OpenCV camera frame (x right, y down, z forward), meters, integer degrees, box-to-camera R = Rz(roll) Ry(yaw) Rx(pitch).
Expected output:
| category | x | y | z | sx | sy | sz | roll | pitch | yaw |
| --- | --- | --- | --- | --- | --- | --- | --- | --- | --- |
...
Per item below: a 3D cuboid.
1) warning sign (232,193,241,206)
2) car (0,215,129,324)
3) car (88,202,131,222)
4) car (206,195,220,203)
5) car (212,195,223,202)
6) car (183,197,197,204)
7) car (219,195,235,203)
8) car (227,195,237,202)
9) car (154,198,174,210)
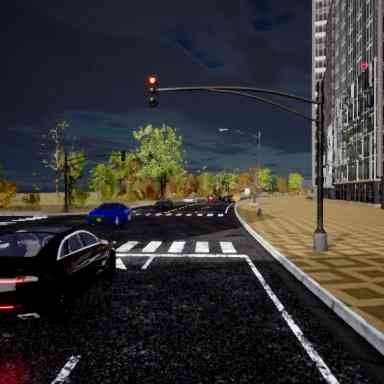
| category | x | y | z | sx | sy | sz | roll | pitch | yaw |
| --- | --- | --- | --- | --- | --- | --- | --- | --- | --- |
| warning sign | 6.460 | 1.122 | 48.222 | 1.300 | 1.860 | 1.060 | 0 | 0 | 8 |
| car | -2.993 | 1.491 | 7.121 | 2.128 | 1.511 | 4.902 | 0 | 0 | 1 |
| car | -5.653 | 1.476 | 23.308 | 1.882 | 1.535 | 5.008 | 0 | 0 | 4 |
| car | 4.370 | 1.366 | 71.171 | 2.097 | 1.767 | 4.553 | 0 | 0 | 12 |
| car | 6.327 | 1.495 | 80.564 | 1.882 | 1.535 | 5.008 | 0 | 0 | 14 |
| car | -0.358 | 1.608 | 64.592 | 1.895 | 1.301 | 4.718 | 0 | 0 | 11 |
| car | 7.488 | 1.493 | 70.118 | 1.882 | 1.535 | 5.008 | 0 | 0 | 12 |
| car | 9.621 | 1.498 | 80.376 | 1.882 | 1.535 | 5.008 | 0 | 0 | 14 |
| car | -3.594 | 1.548 | 44.121 | 2.033 | 1.411 | 5.357 | 0 | 0 | 7 |
